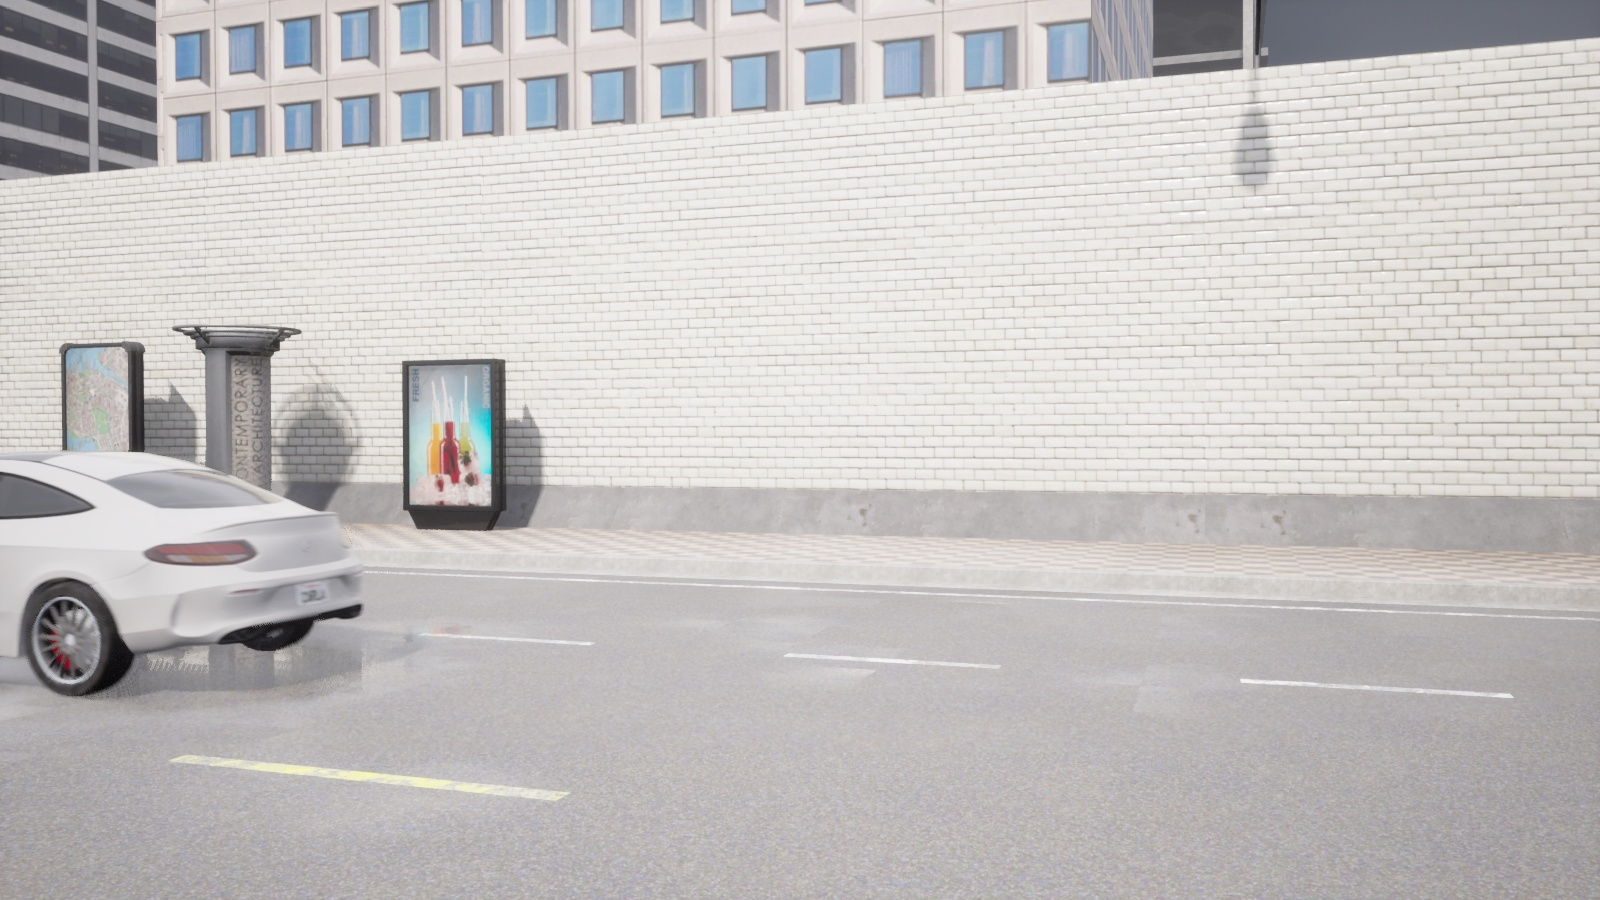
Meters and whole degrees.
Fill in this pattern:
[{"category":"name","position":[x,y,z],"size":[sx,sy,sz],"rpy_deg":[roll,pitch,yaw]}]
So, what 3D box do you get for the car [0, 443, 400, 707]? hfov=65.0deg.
[{"category":"car","position":[-5.305,0.694,8.670],"size":[4.674,1.442,1.812],"rpy_deg":[1,1,19]}]
